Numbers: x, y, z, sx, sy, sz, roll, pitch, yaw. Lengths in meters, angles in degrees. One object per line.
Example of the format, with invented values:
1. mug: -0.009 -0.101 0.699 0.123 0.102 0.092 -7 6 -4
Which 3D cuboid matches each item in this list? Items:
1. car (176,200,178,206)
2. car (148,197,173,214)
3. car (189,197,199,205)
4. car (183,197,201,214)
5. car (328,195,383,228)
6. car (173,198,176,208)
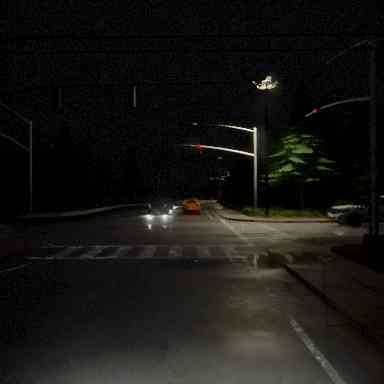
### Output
1. car: -3.508 1.724 56.641 1.994 1.385 4.181 0 0 1
2. car: -3.612 1.464 36.691 2.097 1.767 4.553 0 0 0
3. car: 0.348 1.689 66.049 1.812 1.442 4.674 0 0 2
4. car: -0.025 1.572 37.164 1.882 1.535 5.008 0 0 1
5. car: 12.056 1.245 22.028 5.566 2.045 2.150 0 0 1
6. car: -3.598 1.641 46.562 1.837 1.490 4.892 0 0 0
